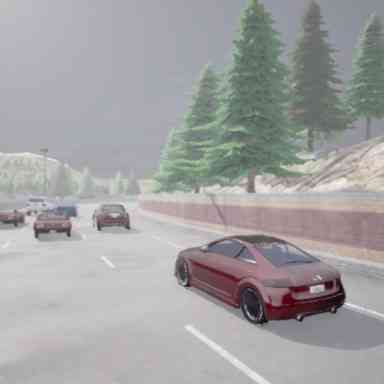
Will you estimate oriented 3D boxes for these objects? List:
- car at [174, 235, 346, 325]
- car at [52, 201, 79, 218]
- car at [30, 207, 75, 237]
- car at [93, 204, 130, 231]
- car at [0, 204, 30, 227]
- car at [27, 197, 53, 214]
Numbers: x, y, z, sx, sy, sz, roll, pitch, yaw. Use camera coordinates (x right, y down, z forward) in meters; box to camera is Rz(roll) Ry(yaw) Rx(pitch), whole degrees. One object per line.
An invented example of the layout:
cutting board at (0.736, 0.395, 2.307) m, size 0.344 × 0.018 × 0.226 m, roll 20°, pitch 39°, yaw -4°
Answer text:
car at (1.215, 1.653, 7.493) m, size 1.994 × 1.385 × 4.181 m, roll 1°, pitch -1°, yaw -28°
car at (-12.920, 1.827, 34.633) m, size 1.882 × 1.535 × 5.008 m, roll 0°, pitch -1°, yaw -15°
car at (-8.027, 1.794, 19.332) m, size 1.895 × 1.301 × 4.718 m, roll 0°, pitch -1°, yaw -21°
car at (-5.627, 1.594, 22.979) m, size 2.097 × 1.767 × 4.553 m, roll 0°, pitch -1°, yaw -20°
car at (-13.616, 1.836, 24.608) m, size 1.895 × 1.301 × 4.718 m, roll 0°, pitch -1°, yaw -18°
car at (-17.425, 1.600, 38.464) m, size 2.150 × 2.045 × 5.566 m, roll 0°, pitch -1°, yaw -13°
